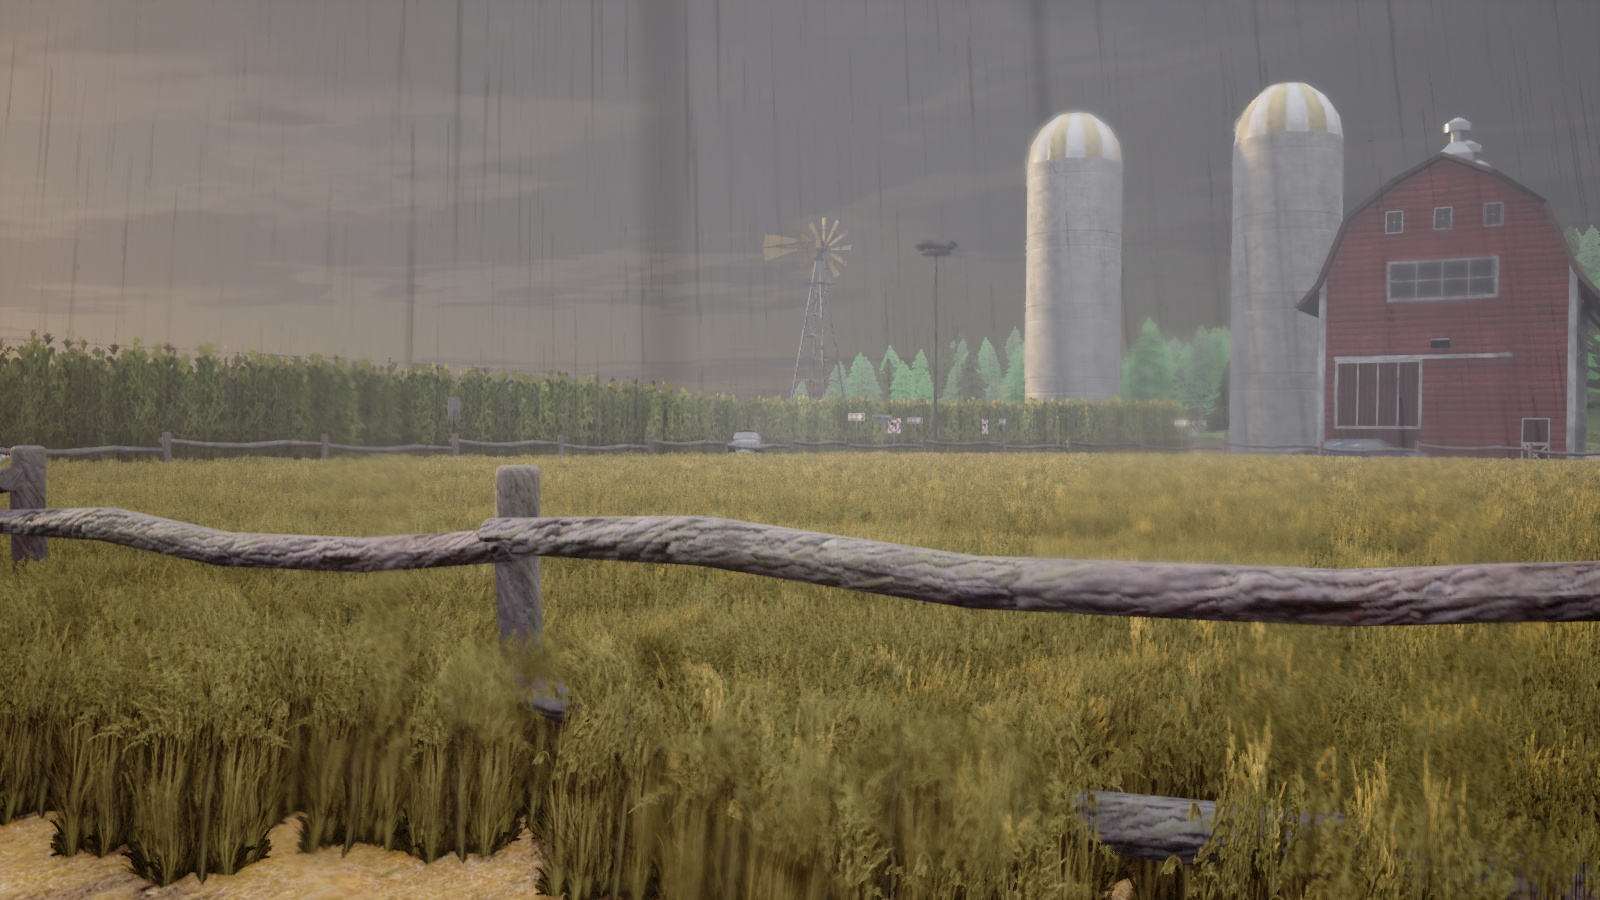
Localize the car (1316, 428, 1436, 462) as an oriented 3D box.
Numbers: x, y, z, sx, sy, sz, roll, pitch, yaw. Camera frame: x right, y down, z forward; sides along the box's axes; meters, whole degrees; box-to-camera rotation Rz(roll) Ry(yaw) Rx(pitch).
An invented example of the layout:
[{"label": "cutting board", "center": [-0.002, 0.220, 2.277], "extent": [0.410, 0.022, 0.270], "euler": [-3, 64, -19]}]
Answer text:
[{"label": "car", "center": [25.539, -0.234, 55.734], "extent": [4.674, 1.442, 1.812], "euler": [0, 1, 31]}]

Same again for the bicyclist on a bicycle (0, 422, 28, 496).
[{"label": "bicyclist on a bicycle", "center": [-19.785, 0.215, 30.310], "extent": [0.659, 1.776, 1.843], "euler": [0, 0, 34]}]

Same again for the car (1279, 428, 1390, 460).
[{"label": "car", "center": [25.435, -0.288, 59.818], "extent": [4.674, 1.442, 1.812], "euler": [0, 1, 30]}]

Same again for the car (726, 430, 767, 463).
[{"label": "car", "center": [-2.847, -0.222, 66.846], "extent": [2.033, 1.649, 4.856], "euler": [-1, 1, -2]}]
